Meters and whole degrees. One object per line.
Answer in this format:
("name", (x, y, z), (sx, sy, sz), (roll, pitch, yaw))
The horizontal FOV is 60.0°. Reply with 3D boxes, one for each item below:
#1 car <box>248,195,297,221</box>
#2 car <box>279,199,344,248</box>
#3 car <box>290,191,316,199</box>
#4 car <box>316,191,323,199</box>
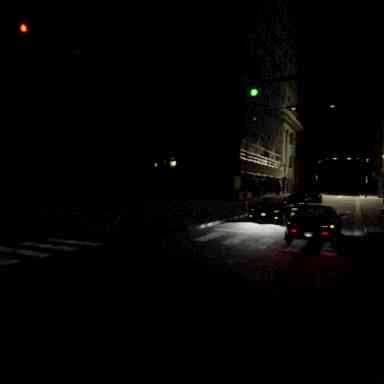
("car", (4.884, 1.044, 20.351), (1.994, 1.385, 4.181), (3, 2, 26))
("car", (5.033, 1.239, 13.480), (1.812, 1.442, 4.674), (3, 2, 26))
("car", (9.335, 0.831, 29.251), (1.837, 1.490, 4.892), (3, 2, 27))
("car", (13.895, 0.663, 38.249), (2.128, 1.511, 4.902), (3, 2, 26))
